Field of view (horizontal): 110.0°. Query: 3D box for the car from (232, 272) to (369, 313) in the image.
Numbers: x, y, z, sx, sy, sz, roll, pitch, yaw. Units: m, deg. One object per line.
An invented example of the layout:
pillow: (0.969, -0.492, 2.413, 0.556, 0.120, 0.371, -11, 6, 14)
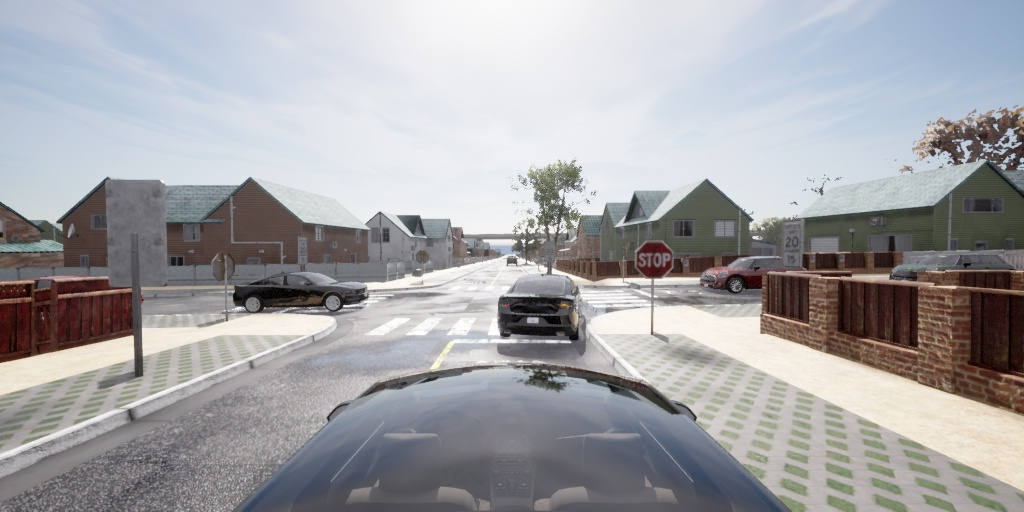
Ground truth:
car: (-8.467, 1.377, 14.604, 5.008, 1.535, 1.882, -1, 2, 0)

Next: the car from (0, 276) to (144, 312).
car: (-18.020, 1.547, 14.542, 5.008, 1.535, 1.882, -1, 2, 0)

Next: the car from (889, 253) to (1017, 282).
car: (21.703, 0.646, 17.756, 4.553, 1.767, 2.097, -1, 2, 0)

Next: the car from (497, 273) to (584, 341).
car: (0.958, 1.225, 10.077, 1.882, 1.535, 5.008, 0, 0, 12)

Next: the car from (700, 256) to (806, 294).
car: (11.808, 0.821, 17.686, 4.553, 1.767, 2.097, -1, 2, 0)
